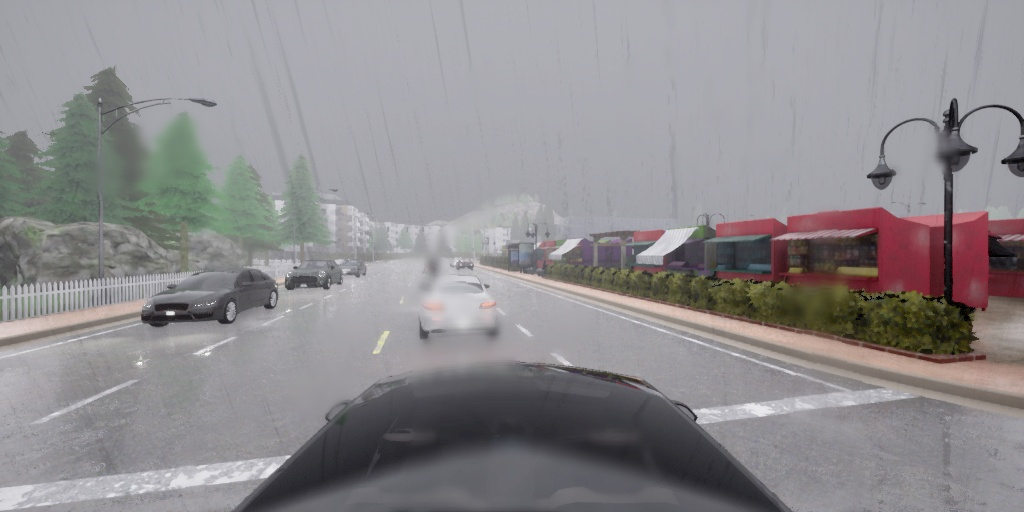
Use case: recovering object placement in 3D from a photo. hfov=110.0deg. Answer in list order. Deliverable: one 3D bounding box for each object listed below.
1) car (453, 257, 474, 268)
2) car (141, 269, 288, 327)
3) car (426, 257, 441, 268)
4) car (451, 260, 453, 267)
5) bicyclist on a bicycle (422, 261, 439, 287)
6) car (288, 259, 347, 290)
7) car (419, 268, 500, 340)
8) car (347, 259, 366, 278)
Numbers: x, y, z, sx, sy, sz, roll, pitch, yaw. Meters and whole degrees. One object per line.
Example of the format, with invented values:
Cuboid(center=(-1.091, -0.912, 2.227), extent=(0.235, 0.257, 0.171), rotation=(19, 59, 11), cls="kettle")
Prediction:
Cuboid(center=(-5.830, 1.048, 43.775), extent=(1.895, 1.301, 4.718), rotation=(0, 0, -13), cls="car")
Cuboid(center=(-9.241, 1.190, 11.483), extent=(1.837, 1.490, 4.892), rotation=(0, 0, -13), cls="car")
Cuboid(center=(-11.096, 0.898, 50.810), extent=(1.837, 1.490, 4.892), rotation=(0, 0, -13), cls="car")
Cuboid(center=(-7.890, 0.906, 52.647), extent=(1.812, 1.442, 4.674), rotation=(0, 0, -13), cls="car")
Cuboid(center=(-4.401, 1.078, 19.642), extent=(0.582, 1.620, 1.656), rotation=(0, 1, 25), cls="bicyclist on a bicycle")
Cuboid(center=(-11.490, 0.966, 21.073), extent=(2.097, 1.767, 4.553), rotation=(0, 0, -13), cls="car")
Cuboid(center=(-1.521, 1.225, 9.807), extent=(1.812, 1.442, 4.674), rotation=(0, 0, -13), cls="car")
Cuboid(center=(-13.734, 1.034, 30.684), extent=(2.128, 1.511, 4.902), rotation=(0, 0, -13), cls="car")
